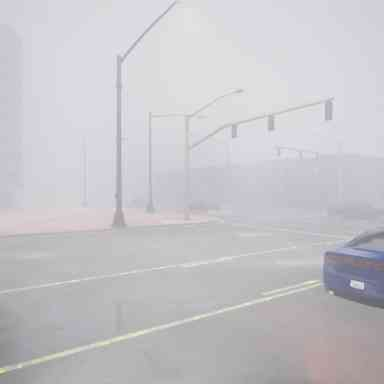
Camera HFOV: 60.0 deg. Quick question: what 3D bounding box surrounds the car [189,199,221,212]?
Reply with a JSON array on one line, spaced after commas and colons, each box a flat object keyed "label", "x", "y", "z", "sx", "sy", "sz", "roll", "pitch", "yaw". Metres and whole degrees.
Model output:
[{"label": "car", "x": 1.475, "y": 1.564, "z": 39.440, "sx": 1.994, "sy": 1.385, "sz": 4.181, "roll": 0, "pitch": 0, "yaw": -36}]

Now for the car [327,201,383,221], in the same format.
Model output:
[{"label": "car", "x": 12.964, "y": 1.477, "z": 25.359, "sx": 5.008, "sy": 1.535, "sz": 1.882, "roll": 0, "pitch": 0, "yaw": 41}]

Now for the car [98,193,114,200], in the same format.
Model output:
[{"label": "car", "x": -16.944, "y": 0.970, "z": 65.415, "sx": 2.097, "sy": 1.767, "sz": 4.553, "roll": 0, "pitch": 0, "yaw": -36}]

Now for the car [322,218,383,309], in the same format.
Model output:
[{"label": "car", "x": 4.928, "y": 1.478, "z": 7.262, "sx": 5.008, "sy": 1.535, "sz": 1.882, "roll": 0, "pitch": 0, "yaw": -35}]

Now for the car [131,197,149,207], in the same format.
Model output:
[{"label": "car", "x": -8.080, "y": 1.491, "z": 52.840, "sx": 2.128, "sy": 1.511, "sz": 4.902, "roll": 0, "pitch": 0, "yaw": -35}]
